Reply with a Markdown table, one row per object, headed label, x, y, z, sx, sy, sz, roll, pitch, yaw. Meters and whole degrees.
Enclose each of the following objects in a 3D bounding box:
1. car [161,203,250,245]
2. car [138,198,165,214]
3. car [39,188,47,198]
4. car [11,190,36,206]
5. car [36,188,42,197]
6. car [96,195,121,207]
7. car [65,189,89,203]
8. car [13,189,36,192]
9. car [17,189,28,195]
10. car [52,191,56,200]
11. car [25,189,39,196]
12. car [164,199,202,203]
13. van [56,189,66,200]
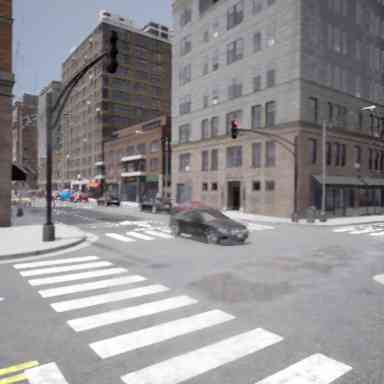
| label | x | y | z | sx | sy | sz | roll | pitch | yaw |
| --- | --- | --- | --- | --- | --- | --- | --- | --- | --- |
| car | 0.652 | 1.514 | 15.810 | 1.812 | 1.442 | 4.674 | 1 | 1 | -37 |
| car | -3.387 | 1.246 | 30.810 | 1.947 | 1.339 | 4.313 | 1 | 0 | -36 |
| car | -26.520 | 0.478 | 62.147 | 1.887 | 1.381 | 4.507 | 1 | 0 | -36 |
| car | -20.051 | 0.859 | 39.031 | 1.752 | 1.417 | 4.829 | 1 | 0 | -36 |
| car | -29.818 | 0.138 | 66.622 | 2.192 | 1.841 | 5.009 | 1 | 0 | -36 |
| car | -9.996 | 1.038 | 39.764 | 1.947 | 1.339 | 4.313 | 1 | 0 | -36 |
| car | -16.603 | 0.700 | 48.716 | 1.967 | 1.590 | 4.097 | 1 | 0 | -36 |
| car | -26.668 | 0.548 | 52.789 | 1.812 | 1.442 | 4.674 | 0 | 1 | -36 |
| car | -43.144 | -0.094 | 84.665 | 1.752 | 1.417 | 4.829 | 1 | 0 | -36 |
| car | -23.212 | 0.483 | 57.670 | 1.967 | 1.590 | 4.097 | 1 | 0 | -36 |
| car | -36.434 | 0.153 | 75.576 | 2.008 | 1.369 | 4.403 | 1 | 0 | -36 |
| car | -0.082 | 1.366 | 26.334 | 1.802 | 1.307 | 4.206 | 1 | 0 | -36 |
| van | -19.905 | 0.493 | 53.192 | 1.690 | 1.788 | 3.998 | 1 | 0 | -36 |
